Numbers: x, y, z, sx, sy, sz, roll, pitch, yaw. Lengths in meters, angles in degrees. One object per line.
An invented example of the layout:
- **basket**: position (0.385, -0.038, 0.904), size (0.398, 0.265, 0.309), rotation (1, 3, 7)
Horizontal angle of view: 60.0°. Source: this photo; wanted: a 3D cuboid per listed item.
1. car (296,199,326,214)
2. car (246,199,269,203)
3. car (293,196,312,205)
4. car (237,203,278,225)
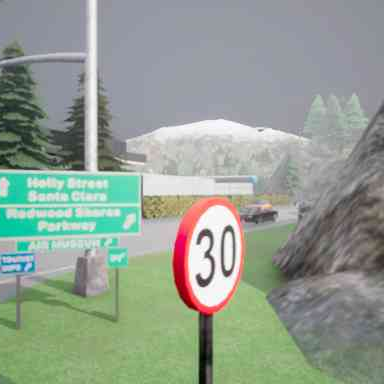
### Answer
- **car**: position (13.986, 1.789, 38.256), size (1.895, 1.301, 4.718), rotation (0, 0, 36)
- **car**: position (6.486, 1.540, 34.209), size (2.097, 1.767, 4.553), rotation (0, 0, 36)
- **car**: position (15.733, 1.303, 46.765), size (1.837, 1.490, 4.892), rotation (0, 0, 36)
- **car**: position (4.981, 1.789, 25.879), size (1.895, 1.301, 4.718), rotation (0, 0, 36)
